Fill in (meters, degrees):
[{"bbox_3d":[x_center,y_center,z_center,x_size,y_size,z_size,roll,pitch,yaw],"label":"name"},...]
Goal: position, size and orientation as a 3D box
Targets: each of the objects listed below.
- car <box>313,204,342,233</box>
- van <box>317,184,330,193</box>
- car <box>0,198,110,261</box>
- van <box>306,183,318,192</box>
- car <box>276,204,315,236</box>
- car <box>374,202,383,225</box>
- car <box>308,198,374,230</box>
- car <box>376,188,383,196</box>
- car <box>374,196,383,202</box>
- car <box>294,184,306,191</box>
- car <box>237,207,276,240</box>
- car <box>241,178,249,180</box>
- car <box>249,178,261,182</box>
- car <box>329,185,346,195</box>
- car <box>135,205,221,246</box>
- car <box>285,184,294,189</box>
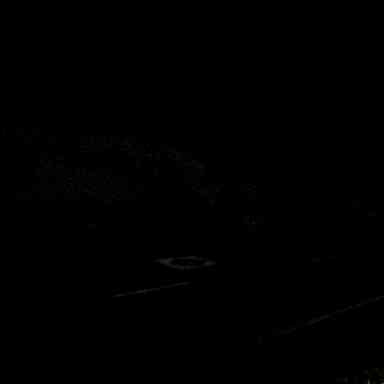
[{"bbox_3d":[6.672,1.708,21.313,4.792,1.488,2.163,-1,-1,35],"label":"car"},{"bbox_3d":[30.186,-0.742,74.127,1.878,1.987,4.442,8,3,35],"label":"van"},{"bbox_3d":[-5.547,1.263,12.607,5.566,2.045,2.435,-1,-1,35],"label":"car"},{"bbox_3d":[28.459,-1.015,76.600,1.878,1.987,4.442,8,3,35],"label":"van"},{"bbox_3d":[4.252,1.644,19.566,4.892,1.521,2.231,-1,-2,35],"label":"car"},{"bbox_3d":[11.436,1.755,24.885,5.366,1.575,1.946,-1,-1,35],"label":"car"},{"bbox_3d":[9.119,1.466,23.060,5.566,2.045,2.435,-1,-1,35],"label":"car"},{"bbox_3d":[37.146,0.323,64.372,2.435,2.045,5.566,7,3,35],"label":"car"},{"bbox_3d":[16.472,1.583,28.272,5.566,2.045,2.435,-1,-1,35],"label":"car"},{"bbox_3d":[26.885,-1.060,79.331,1.946,1.575,5.366,7,3,35],"label":"car"},{"bbox_3d":[1.787,1.481,17.842,4.553,1.767,2.185,-1,-1,34],"label":"car"},{"bbox_3d":[16.373,-2.948,93.896,2.435,2.045,5.566,7,3,34],"label":"car"},{"bbox_3d":[18.219,-2.423,91.633,1.946,1.575,5.366,7,3,34],"label":"car"},{"bbox_3d":[31.941,-0.243,71.761,2.231,1.521,4.892,7,3,35],"label":"car"},{"bbox_3d":[-0.608,1.447,16.058,4.553,1.767,2.185,-1,-1,35],"label":"car"},{"bbox_3d":[25.056,-1.293,81.653,2.002,1.452,4.674,8,3,35],"label":"car"}]
